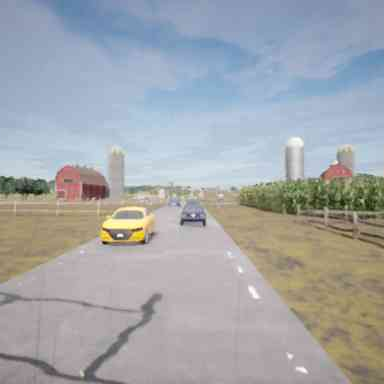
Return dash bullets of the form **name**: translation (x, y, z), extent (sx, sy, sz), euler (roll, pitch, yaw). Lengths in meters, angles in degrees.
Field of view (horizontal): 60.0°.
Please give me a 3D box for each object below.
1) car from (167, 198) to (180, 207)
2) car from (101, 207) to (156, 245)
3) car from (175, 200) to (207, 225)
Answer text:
- **car**: translation (-2.817, 1.687, 53.653), extent (1.812, 1.442, 4.674), euler (0, 0, 0)
- **car**: translation (-2.843, 1.465, 15.709), extent (1.882, 1.535, 5.008), euler (0, 0, 0)
- **car**: translation (0.082, 1.548, 23.677), extent (2.033, 1.411, 5.357), euler (0, 0, 0)
